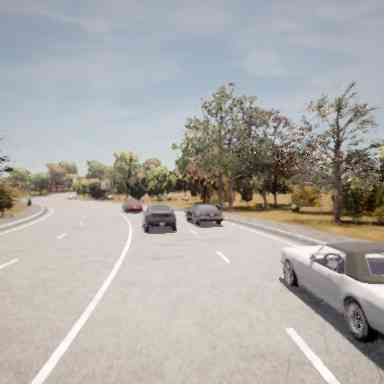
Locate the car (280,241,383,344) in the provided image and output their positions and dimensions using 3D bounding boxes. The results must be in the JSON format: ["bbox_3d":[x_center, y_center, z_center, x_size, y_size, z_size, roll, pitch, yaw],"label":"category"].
[{"bbox_3d":[3.269,1.602,6.397,1.895,1.301,4.718,0,0,-3],"label":"car"}]

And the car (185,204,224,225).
[{"bbox_3d":[0.797,1.590,24.462,2.033,1.411,5.357,0,0,-12],"label":"car"}]

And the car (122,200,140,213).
[{"bbox_3d":[-6.996,1.650,38.816,1.994,1.385,4.181,0,0,-20],"label":"car"}]

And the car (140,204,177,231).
[{"bbox_3d":[-2.115,1.548,20.976,1.837,1.490,4.892,0,0,-11],"label":"car"}]
